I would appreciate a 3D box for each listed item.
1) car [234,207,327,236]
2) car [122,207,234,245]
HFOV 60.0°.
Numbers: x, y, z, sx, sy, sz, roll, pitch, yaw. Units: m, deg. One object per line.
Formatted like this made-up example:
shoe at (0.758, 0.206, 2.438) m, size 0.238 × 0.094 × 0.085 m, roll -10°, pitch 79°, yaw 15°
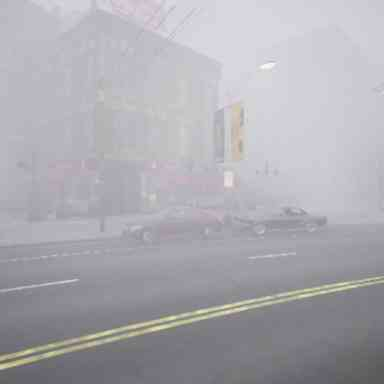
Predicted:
car at (4.453, 1.434, 17.212) m, size 4.718 × 1.301 × 1.895 m, roll 0°, pitch 1°, yaw -17°
car at (-0.757, 1.390, 14.827) m, size 4.674 × 1.452 × 2.002 m, roll 0°, pitch 1°, yaw -27°
